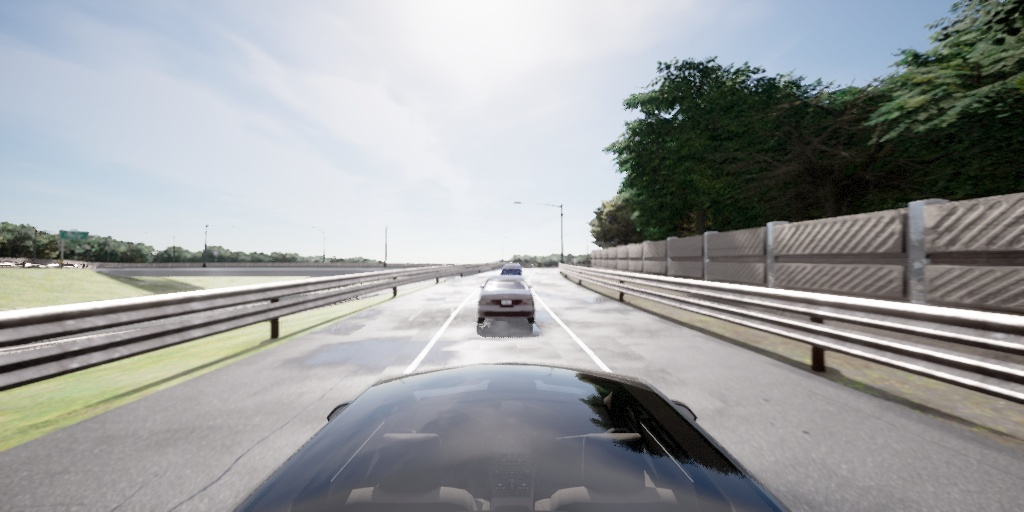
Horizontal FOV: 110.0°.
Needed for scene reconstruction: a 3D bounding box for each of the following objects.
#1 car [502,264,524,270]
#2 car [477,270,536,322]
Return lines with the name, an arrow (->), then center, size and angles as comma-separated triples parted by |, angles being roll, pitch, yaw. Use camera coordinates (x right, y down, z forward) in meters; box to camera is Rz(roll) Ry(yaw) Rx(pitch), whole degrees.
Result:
car -> 0.070, 1.468, 34.549 | 1.882, 1.535, 5.008 | 0, 0, 3
car -> -0.210, 1.382, 12.685 | 2.033, 1.411, 5.357 | 0, 0, -1
